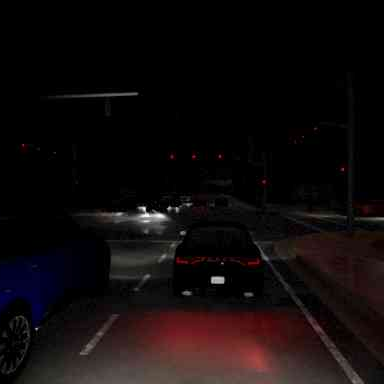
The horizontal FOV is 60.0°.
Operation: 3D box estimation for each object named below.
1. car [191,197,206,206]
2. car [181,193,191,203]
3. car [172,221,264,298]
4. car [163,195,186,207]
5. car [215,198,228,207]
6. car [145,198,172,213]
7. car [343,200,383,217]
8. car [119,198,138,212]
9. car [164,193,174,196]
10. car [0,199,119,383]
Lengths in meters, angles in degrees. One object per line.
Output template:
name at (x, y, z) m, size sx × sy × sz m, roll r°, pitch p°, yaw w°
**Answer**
car at (1.307, 1.524, 54.375) m, size 1.812 × 1.442 × 4.674 m, roll 0°, pitch 0°, yaw 5°
car at (-1.274, 1.217, 67.050) m, size 2.150 × 2.045 × 5.566 m, roll 0°, pitch 0°, yaw 5°
car at (0.654, 1.477, 8.615) m, size 1.882 × 1.535 × 5.008 m, roll 0°, pitch 0°, yaw 4°
car at (-2.656, 1.546, 51.280) m, size 2.033 × 1.411 × 5.357 m, roll 0°, pitch 0°, yaw 5°
car at (4.676, 1.562, 52.664) m, size 1.994 × 1.385 × 4.181 m, roll 0°, pitch 0°, yaw 5°
car at (-3.866, 1.600, 36.938) m, size 1.895 × 1.301 × 4.718 m, roll 0°, pitch 0°, yaw 5°
car at (16.774, 1.477, 30.962) m, size 5.008 × 1.535 × 1.882 m, roll 0°, pitch 0°, yaw 5°
car at (-8.043, 1.477, 38.613) m, size 1.882 × 1.535 × 5.008 m, roll 1°, pitch 0°, yaw 18°
car at (-4.715, 1.216, 67.807) m, size 2.150 × 2.045 × 5.566 m, roll 0°, pitch 1°, yaw 5°
car at (-3.069, 1.221, 5.509) m, size 2.150 × 2.045 × 5.566 m, roll 0°, pitch 0°, yaw 3°
